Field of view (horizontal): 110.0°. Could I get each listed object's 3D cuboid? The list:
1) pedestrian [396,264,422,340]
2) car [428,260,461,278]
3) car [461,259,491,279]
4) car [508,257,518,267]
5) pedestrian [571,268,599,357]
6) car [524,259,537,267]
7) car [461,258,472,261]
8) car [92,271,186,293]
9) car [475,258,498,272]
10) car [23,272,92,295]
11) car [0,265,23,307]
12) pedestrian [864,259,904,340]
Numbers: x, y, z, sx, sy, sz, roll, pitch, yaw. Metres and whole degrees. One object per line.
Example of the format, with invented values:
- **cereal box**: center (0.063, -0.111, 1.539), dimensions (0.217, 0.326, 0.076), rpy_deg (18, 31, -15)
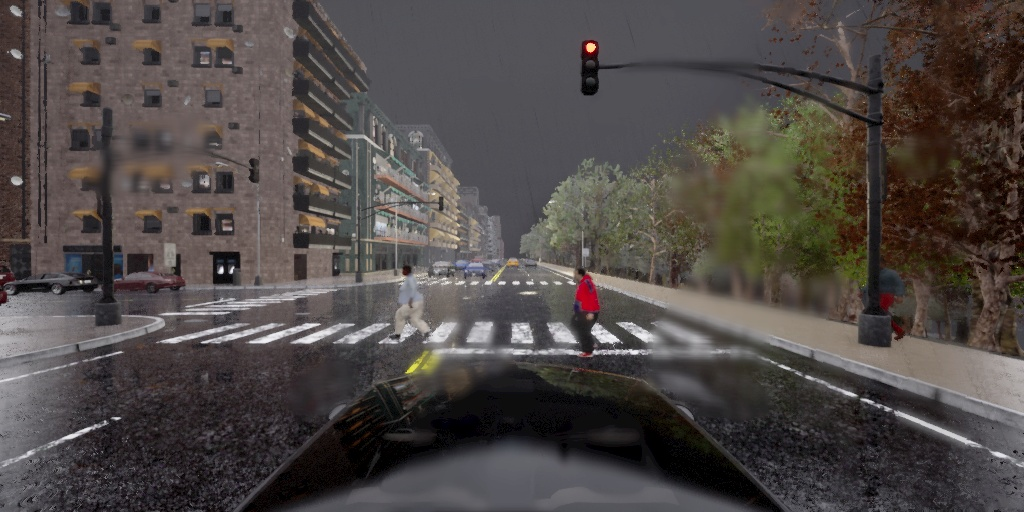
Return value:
- **pedestrian**: center (-2.385, 1.053, 8.334), dimensions (0.375, 1.860, 0.375), rpy_deg (0, 0, 0)
- **car**: center (-6.513, 1.244, 33.657), dimensions (2.128, 1.511, 4.902), rpy_deg (0, 0, 0)
- **car**: center (-3.254, 1.278, 32.917), dimensions (1.812, 1.442, 4.674), rpy_deg (0, 0, 0)
- **car**: center (0.176, 1.244, 64.521), dimensions (1.882, 1.535, 5.008), rpy_deg (0, 0, 0)
- **pedestrian**: center (1.429, 1.044, 7.032), dimensions (0.375, 1.860, 0.375), rpy_deg (0, 0, 0)
- **car**: center (3.427, 1.331, 64.929), dimensions (1.994, 1.385, 4.181), rpy_deg (0, 0, 0)
- **car**: center (-6.473, 1.234, 45.552), dimensions (1.882, 1.535, 5.008), rpy_deg (0, 1, 0)
- **car**: center (-22.724, 1.593, 22.218), dimensions (4.207, 1.307, 1.802), rpy_deg (0, 0, -1)
- **car**: center (-3.227, 1.304, 45.309), dimensions (2.033, 1.411, 5.357), rpy_deg (0, 0, 0)
- **car**: center (-28.291, 1.647, 22.134), dimensions (4.313, 1.339, 1.948), rpy_deg (0, 0, -1)
- **car**: center (-22.627, 1.335, 13.571), dimensions (5.009, 1.841, 2.192), rpy_deg (0, 0, -1)
- **pedestrian**: center (7.984, 0.891, 7.704), dimensions (0.375, 1.860, 0.375), rpy_deg (0, 0, 0)
